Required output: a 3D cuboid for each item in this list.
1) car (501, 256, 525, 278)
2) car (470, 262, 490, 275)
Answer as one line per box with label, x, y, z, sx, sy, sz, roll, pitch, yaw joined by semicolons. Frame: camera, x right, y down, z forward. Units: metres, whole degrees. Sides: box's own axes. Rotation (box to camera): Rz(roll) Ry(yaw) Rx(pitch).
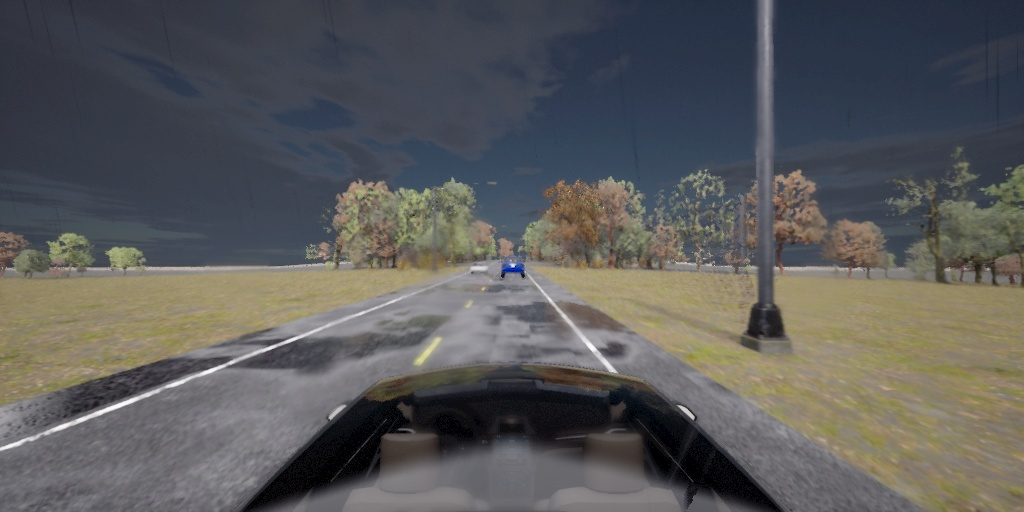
car;0.092;1.001;35.250;2.150;2.045;5.566;0;0;0
car;-3.584;1.385;40.324;1.895;1.301;4.718;0;0;0
